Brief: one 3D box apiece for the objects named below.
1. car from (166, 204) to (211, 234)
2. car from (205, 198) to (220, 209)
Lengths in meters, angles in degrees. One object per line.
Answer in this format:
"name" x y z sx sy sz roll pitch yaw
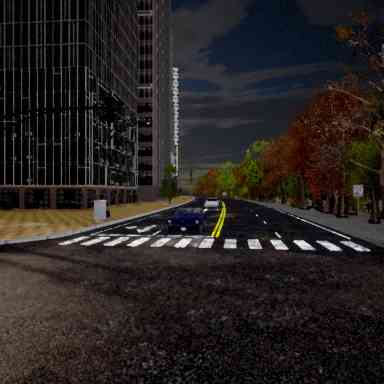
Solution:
"car" -0.185 1.606 19.342 1.895 1.301 4.718 0 0 7
"car" 2.784 1.540 45.886 1.812 1.442 4.674 0 0 6
